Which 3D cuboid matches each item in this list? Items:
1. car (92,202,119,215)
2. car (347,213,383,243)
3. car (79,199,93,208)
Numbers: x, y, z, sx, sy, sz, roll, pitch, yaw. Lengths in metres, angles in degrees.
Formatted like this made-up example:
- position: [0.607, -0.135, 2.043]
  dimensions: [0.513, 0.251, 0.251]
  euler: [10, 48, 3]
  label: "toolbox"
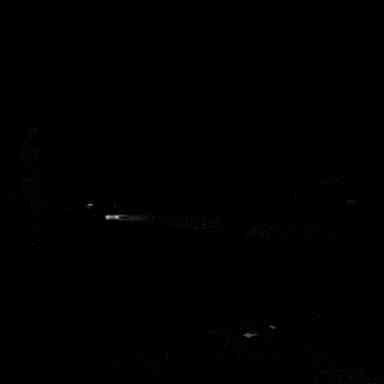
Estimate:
- position: [-12.014, 2.489, 46.735]
  dimensions: [1.895, 1.301, 4.718]
  euler: [-1, 1, -35]
  label: "car"
- position: [10.024, 1.746, 15.992]
  dimensions: [2.128, 1.511, 4.902]
  euler: [1, -3, -36]
  label: "car"
- position: [-20.678, 2.224, 65.104]
  dimensions: [1.837, 1.490, 4.892]
  euler: [-1, 1, -36]
  label: "car"
